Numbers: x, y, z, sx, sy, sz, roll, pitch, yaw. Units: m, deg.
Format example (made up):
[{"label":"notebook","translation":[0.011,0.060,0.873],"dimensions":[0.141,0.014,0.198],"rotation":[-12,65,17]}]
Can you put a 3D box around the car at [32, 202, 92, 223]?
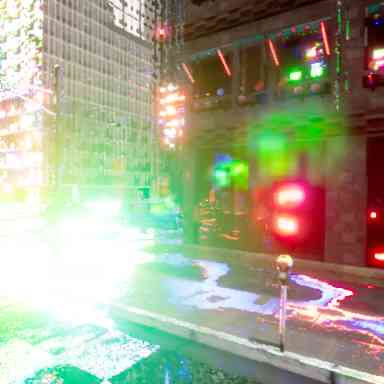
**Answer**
[{"label":"car","translation":[-9.336,1.406,24.164],"dimensions":[1.947,1.339,4.313],"rotation":[1,1,35]}]

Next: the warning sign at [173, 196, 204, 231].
[{"label":"warning sign","translation":[-0.201,1.147,18.443],"dimensions":[1.300,1.860,1.060],"rotation":[1,1,35]}]

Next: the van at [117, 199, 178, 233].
[{"label":"van","translation":[-2.486,1.331,19.329],"dimensions":[1.690,1.788,3.998],"rotation":[1,1,35]}]
